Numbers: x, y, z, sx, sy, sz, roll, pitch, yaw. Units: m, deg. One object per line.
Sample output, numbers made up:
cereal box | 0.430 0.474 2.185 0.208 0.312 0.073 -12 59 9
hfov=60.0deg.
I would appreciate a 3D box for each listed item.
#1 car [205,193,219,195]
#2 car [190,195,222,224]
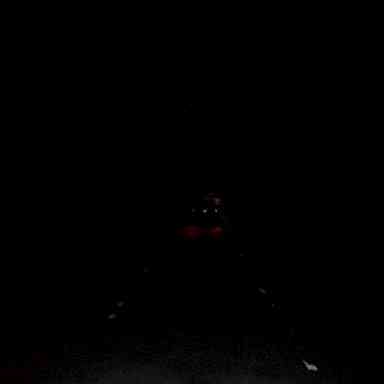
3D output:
car | 2.564 1.146 42.182 2.150 2.045 5.566 0 0 6
car | 1.008 1.322 24.713 2.097 1.767 4.553 0 0 4
